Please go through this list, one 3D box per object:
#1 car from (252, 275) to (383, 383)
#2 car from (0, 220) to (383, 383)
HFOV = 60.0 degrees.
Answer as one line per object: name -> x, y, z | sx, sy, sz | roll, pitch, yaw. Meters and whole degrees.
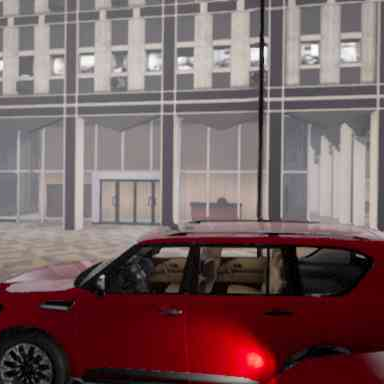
car -> 2.730, 1.527, 1.803 | 4.674, 1.442, 1.812 | 0, 0, 10
car -> 0.031, 1.304, 4.085 | 5.009, 1.841, 2.192 | 0, 1, 9
